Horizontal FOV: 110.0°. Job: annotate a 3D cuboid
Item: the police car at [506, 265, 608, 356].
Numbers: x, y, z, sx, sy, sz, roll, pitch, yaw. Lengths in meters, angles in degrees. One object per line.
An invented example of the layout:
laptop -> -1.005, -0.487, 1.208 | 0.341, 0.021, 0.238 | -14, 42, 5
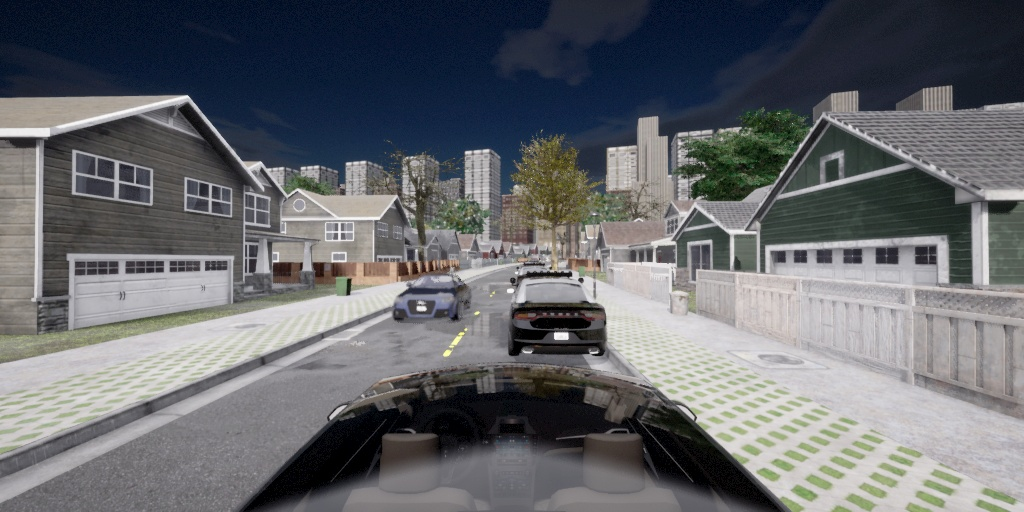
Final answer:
police car -> 0.894, 1.177, 8.751 | 1.930, 1.638, 5.238 | 0, 0, 1

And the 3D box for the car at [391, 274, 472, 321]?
car -> -2.550, 1.318, 12.271 | 1.994, 1.385, 4.181 | 0, 0, 1

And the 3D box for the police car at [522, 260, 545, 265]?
police car -> 1.172, 1.182, 18.704 | 1.930, 1.638, 5.238 | 0, 0, 2
